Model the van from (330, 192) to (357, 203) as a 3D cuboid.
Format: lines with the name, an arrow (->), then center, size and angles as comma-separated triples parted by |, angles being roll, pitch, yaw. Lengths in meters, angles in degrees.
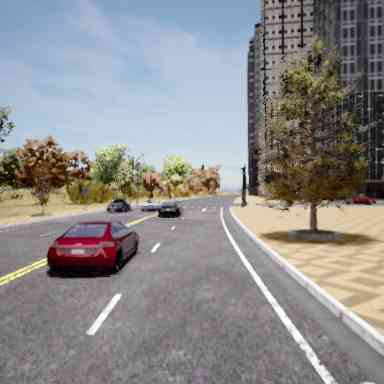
van -> 25.723, 0.944, 56.551 | 3.998, 1.788, 1.690 | -1, 1, 10

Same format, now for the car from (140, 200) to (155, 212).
car -> -4.699, 1.590, 39.336 | 1.895, 1.301, 4.718 | 0, 0, 6

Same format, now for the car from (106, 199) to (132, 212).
car -> -8.143, 1.532, 37.511 | 1.812, 1.442, 4.674 | 0, 0, 6

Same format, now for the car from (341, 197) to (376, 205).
car -> 24.280, 1.092, 48.050 | 4.097, 1.590, 1.967 | -1, 1, 10

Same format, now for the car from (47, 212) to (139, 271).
car -> -3.021, 1.571, 10.938 | 1.994, 1.385, 4.181 | 0, 0, 1

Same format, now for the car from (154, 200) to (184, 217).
car -> -1.969, 1.549, 31.579 | 1.994, 1.385, 4.181 | 0, 0, 4
